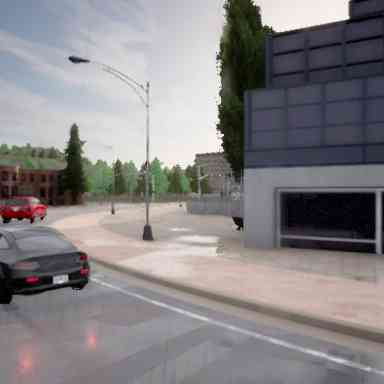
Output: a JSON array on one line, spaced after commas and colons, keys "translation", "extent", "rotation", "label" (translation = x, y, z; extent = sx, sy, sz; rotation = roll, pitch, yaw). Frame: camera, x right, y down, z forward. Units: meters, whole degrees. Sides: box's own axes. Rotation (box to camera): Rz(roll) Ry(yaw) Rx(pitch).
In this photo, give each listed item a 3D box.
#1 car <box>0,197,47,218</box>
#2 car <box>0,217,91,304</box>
[{"translation": [-13.490, 1.423, 27.068], "extent": [2.150, 2.045, 5.566], "rotation": [0, 0, -12], "label": "car"}, {"translation": [-4.181, 1.590, 8.353], "extent": [1.812, 1.442, 4.674], "rotation": [0, -1, -43], "label": "car"}]
